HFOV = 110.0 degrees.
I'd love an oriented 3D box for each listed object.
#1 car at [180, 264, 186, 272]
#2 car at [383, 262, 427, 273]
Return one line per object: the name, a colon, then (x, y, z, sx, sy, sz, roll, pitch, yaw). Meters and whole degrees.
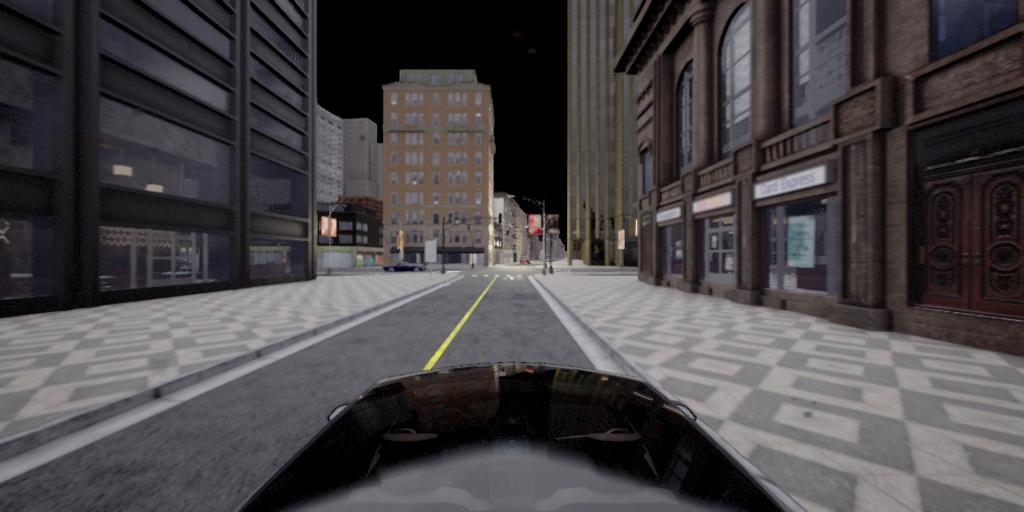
car: (-40.825, 1.131, 41.766, 4.553, 1.767, 2.097, 0, 0, 0)
car: (-12.444, 1.367, 41.878, 4.718, 1.301, 1.895, 0, 0, 0)
